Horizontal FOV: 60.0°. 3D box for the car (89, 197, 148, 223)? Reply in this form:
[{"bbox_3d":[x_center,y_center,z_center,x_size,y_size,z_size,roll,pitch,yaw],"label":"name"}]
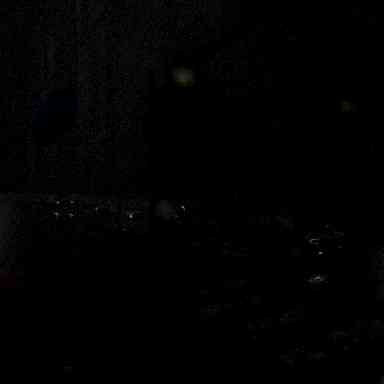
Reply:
[{"bbox_3d":[-5.589,1.378,24.653,2.128,1.511,4.902,-1,1,-36],"label":"car"}]

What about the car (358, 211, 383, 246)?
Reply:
[{"bbox_3d":[8.293,1.492,13.661,5.357,1.411,2.033,0,1,31],"label":"car"}]

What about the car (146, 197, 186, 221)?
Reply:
[{"bbox_3d":[-2.388,1.201,25.766,2.097,1.767,4.553,-1,1,-36],"label":"car"}]

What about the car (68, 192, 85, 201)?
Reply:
[{"bbox_3d":[-22.913,0.880,65.778,1.882,1.535,5.008,-1,1,-36],"label":"car"}]

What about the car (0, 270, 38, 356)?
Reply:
[{"bbox_3d":[-4.186,1.545,3.665,4.507,1.381,1.887,0,-1,-36],"label":"car"}]

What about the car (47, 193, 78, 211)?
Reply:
[{"bbox_3d":[-14.919,1.112,37.647,2.097,1.767,4.553,-1,1,-36],"label":"car"}]

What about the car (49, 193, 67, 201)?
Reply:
[{"bbox_3d":[-26.123,0.988,64.677,2.033,1.411,5.357,-1,1,-36],"label":"car"}]

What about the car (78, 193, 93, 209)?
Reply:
[{"bbox_3d":[-12.520,1.187,39.880,1.882,1.535,5.008,-1,1,-36],"label":"car"}]

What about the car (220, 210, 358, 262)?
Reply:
[{"bbox_3d":[3.174,1.475,12.474,1.882,1.535,5.008,-1,0,-36],"label":"car"}]
